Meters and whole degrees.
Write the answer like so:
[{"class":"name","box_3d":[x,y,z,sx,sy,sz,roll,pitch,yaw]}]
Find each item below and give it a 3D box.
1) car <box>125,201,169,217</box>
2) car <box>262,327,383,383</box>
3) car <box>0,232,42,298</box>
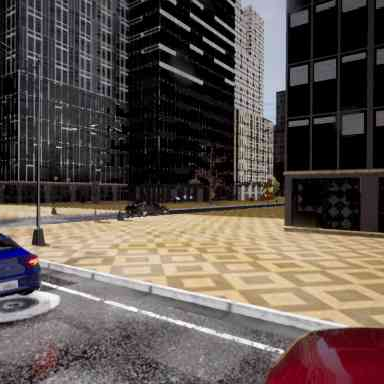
[{"class":"car","box_3d":[-4.279,1.623,32.457,1.837,1.490,4.892,1,0,37]},{"class":"car","box_3d":[2.437,1.564,1.937,4.181,1.385,1.994,0,0,35]},{"class":"car","box_3d":[-5.160,1.523,7.371,4.674,1.442,1.812,0,0,36]}]
